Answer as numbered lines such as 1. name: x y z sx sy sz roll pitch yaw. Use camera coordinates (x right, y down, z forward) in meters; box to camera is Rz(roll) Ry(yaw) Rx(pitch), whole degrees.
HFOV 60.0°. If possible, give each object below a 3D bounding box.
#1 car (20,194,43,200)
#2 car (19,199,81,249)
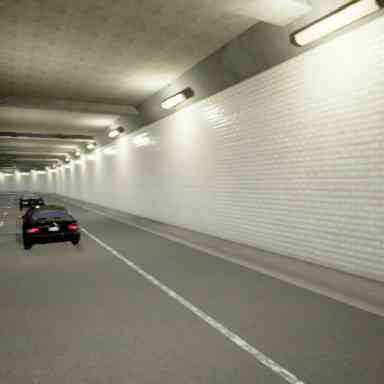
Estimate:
1. car: -14.522 0.866 30.099 1.895 1.301 4.718 -2 2 -27
2. car: -5.671 1.209 13.107 2.033 1.411 5.357 -2 2 -27
